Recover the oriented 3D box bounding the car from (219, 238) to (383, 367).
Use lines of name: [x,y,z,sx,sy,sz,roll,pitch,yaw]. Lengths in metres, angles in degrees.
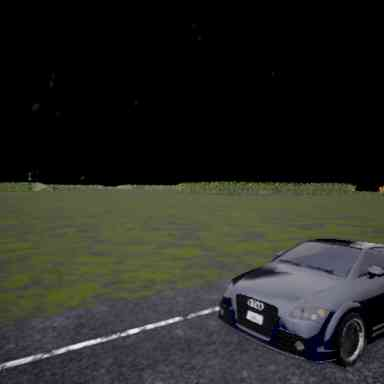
car: [2.491,1.544,5.765,4.181,1.385,1.994,0,0,-35]
